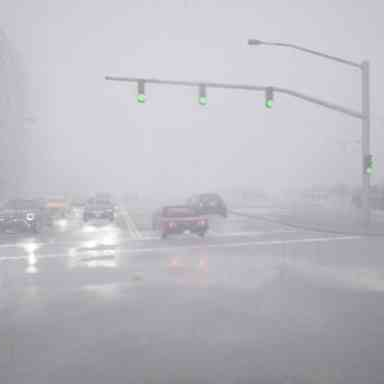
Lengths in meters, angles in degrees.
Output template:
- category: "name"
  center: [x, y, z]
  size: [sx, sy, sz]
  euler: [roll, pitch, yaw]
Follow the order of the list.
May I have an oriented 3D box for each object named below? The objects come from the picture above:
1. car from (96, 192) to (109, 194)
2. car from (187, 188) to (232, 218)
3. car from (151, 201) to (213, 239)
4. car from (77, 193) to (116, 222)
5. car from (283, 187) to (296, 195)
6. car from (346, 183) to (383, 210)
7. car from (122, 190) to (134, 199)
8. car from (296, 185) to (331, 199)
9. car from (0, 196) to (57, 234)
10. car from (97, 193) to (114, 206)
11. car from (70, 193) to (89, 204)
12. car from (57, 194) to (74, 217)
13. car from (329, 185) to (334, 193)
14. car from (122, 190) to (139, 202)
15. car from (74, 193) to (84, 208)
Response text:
- category: "car"
  center: [-8.385, 0.821, 31.308]
  size: [2.097, 1.767, 4.553]
  euler: [-1, 1, -13]
- category: "car"
  center: [0.849, 0.837, 23.696]
  size: [2.097, 1.767, 4.553]
  euler: [-1, 1, -14]
- category: "car"
  center: [-0.753, 1.280, 15.523]
  size: [1.895, 1.301, 4.718]
  euler: [-1, 1, -14]
- category: "car"
  center: [-6.276, 1.111, 22.519]
  size: [2.128, 1.511, 4.902]
  euler: [-1, 1, -14]
- category: "car"
  center: [18.162, -0.147, 60.246]
  size: [1.970, 1.475, 3.806]
  euler: [-1, 1, -13]
- category: "car"
  center: [14.629, 0.378, 25.986]
  size: [1.932, 1.855, 4.605]
  euler: [-1, 1, -13]
- category: "car"
  center: [-11.497, 0.411, 59.413]
  size: [1.882, 1.535, 5.008]
  euler: [-1, 1, -14]
- category: "car"
  center: [16.048, 0.219, 44.223]
  size: [1.970, 1.475, 3.806]
  euler: [-1, 1, -13]
- category: "car"
  center: [-8.631, 1.121, 17.071]
  size: [2.097, 1.767, 4.553]
  euler: [-1, 1, -12]
- category: "car"
  center: [-10.696, 0.900, 41.199]
  size: [1.895, 1.301, 4.718]
  euler: [-1, 1, -13]
- category: "car"
  center: [-15.327, 0.846, 45.481]
  size: [1.994, 1.385, 4.181]
  euler: [-1, 1, -14]
- category: "car"
  center: [-10.713, 1.093, 26.003]
  size: [1.882, 1.535, 5.008]
  euler: [-1, 1, -13]
- category: "car"
  center: [23.573, -0.501, 61.579]
  size: [1.932, 1.855, 4.605]
  euler: [-1, 1, -13]
- category: "car"
  center: [-9.100, 0.628, 49.503]
  size: [1.812, 1.442, 4.674]
  euler: [-1, 1, -14]
- category: "car"
  center: [-13.016, 0.975, 35.740]
  size: [1.812, 1.442, 4.674]
  euler: [-1, 1, -13]
